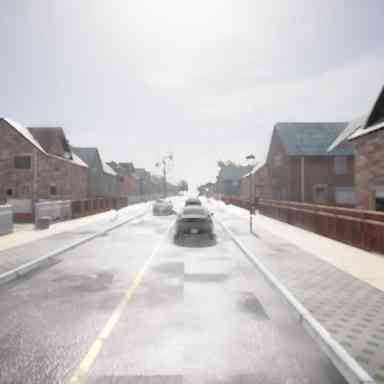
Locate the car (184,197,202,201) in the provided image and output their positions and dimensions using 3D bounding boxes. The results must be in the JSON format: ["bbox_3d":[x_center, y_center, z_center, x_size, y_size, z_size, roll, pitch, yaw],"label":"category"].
[{"bbox_3d":[0.108,1.378,39.115,1.882,1.535,5.008,0,0,0],"label":"car"}]

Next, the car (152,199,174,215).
[{"bbox_3d":[-2.743,1.406,32.482,2.128,1.511,4.902,0,0,0],"label":"car"}]

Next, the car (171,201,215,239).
[{"bbox_3d":[0.102,1.456,17.046,1.837,1.490,4.892,0,1,0],"label":"car"}]
